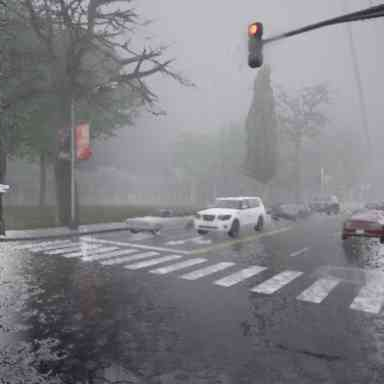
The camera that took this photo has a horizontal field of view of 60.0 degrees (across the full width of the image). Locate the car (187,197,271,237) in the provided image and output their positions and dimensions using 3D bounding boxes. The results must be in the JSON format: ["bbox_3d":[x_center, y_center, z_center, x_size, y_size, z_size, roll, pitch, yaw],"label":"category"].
[{"bbox_3d":[2.319,1.289,18.926,2.150,2.045,5.566,0,0,34],"label":"car"}]

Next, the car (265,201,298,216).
[{"bbox_3d":[9.326,1.693,34.565,1.994,1.385,4.181,0,0,35],"label":"car"}]

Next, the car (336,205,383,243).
[{"bbox_3d":[8.823,1.608,16.659,1.812,1.442,4.674,0,0,36],"label":"car"}]

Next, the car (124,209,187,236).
[{"bbox_3d":[-1.609,1.656,18.976,1.895,1.301,4.718,0,0,35],"label":"car"}]

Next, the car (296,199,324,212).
[{"bbox_3d":[15.283,1.678,43.001,2.128,1.511,4.902,0,0,36],"label":"car"}]

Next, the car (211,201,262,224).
[{"bbox_3d":[3.635,1.565,26.452,1.882,1.535,5.008,0,0,35],"label":"car"}]

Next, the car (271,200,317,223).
[{"bbox_3d":[8.293,1.653,27.436,2.033,1.411,5.357,0,0,35],"label":"car"}]

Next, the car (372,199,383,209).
[{"bbox_3d":[29.531,1.802,51.722,2.128,1.511,4.902,0,0,35],"label":"car"}]

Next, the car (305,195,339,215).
[{"bbox_3d":[14.293,1.375,35.980,2.150,2.045,5.566,0,0,36],"label":"car"}]

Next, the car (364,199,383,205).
[{"bbox_3d":[23.820,1.796,43.581,1.994,1.385,4.181,0,0,35],"label":"car"}]
